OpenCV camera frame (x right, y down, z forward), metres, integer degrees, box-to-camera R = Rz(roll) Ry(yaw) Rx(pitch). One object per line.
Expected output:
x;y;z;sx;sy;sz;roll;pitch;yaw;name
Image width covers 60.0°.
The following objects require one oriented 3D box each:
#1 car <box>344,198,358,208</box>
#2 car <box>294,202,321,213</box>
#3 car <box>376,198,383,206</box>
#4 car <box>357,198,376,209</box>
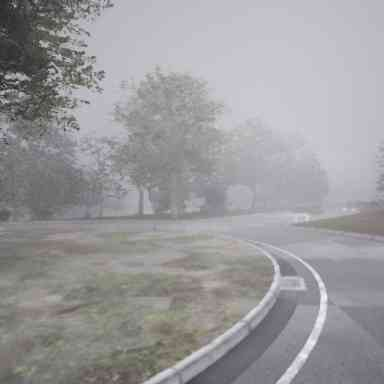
28.200;1.794;58.217;2.097;1.767;4.553;-1;-1;41;car
15.021;2.009;43.119;1.895;1.301;4.718;-1;-1;41;car
35.716;1.815;61.537;1.895;1.301;4.718;-1;-1;41;car
28.683;1.846;53.338;1.882;1.535;5.008;-1;-1;41;car
